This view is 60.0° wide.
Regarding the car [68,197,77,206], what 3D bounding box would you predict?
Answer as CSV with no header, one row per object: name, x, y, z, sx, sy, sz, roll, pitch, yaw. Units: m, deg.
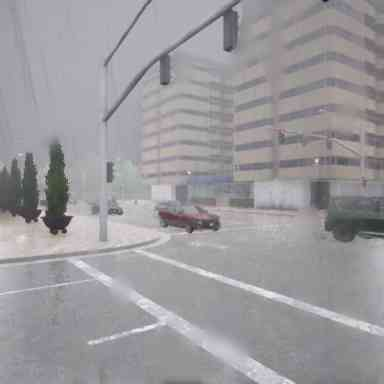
car,-20.802,1.499,55.923,2.128,1.511,4.902,0,0,-35

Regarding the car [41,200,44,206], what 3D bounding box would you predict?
car,-22.195,1.544,51.765,2.033,1.411,5.357,0,0,-34

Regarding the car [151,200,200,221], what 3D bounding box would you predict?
car,-1.542,1.500,28.186,1.837,1.490,4.892,0,0,-35

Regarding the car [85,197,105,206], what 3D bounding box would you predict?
car,-16.407,1.558,55.918,1.994,1.385,4.181,0,0,-35

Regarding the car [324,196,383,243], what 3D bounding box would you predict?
car,8.370,1.216,14.002,2.150,2.045,5.566,0,0,-35

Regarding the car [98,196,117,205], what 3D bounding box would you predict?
car,-15.555,1.518,60.807,1.812,1.442,4.674,0,0,-35

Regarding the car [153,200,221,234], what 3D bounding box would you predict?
car,-0.234,1.474,19.785,1.882,1.535,5.008,0,0,-31

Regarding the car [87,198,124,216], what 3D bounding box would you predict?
car,-8.054,1.559,31.398,1.994,1.385,4.181,0,0,-35

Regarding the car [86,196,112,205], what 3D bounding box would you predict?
car,-11.809,1.499,42.892,1.837,1.490,4.892,0,0,-35
